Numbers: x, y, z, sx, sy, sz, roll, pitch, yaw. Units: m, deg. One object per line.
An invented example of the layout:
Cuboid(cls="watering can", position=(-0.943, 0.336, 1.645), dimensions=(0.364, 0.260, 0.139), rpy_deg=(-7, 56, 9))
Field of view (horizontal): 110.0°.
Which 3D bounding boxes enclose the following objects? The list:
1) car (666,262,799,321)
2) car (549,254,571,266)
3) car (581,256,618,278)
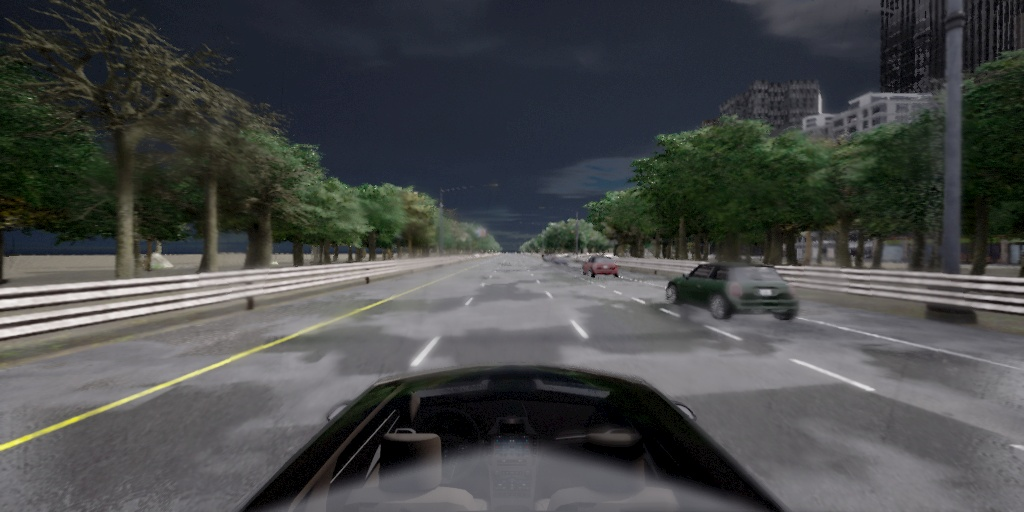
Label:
Cuboid(cls="car", position=(7.008, 0.986, 12.024), dimensions=(2.097, 1.767, 4.553), rpy_deg=(0, 1, 0))
Cuboid(cls="car", position=(7.038, 0.765, 53.124), dimensions=(1.895, 1.301, 4.718), rpy_deg=(0, 1, 0))
Cuboid(cls="car", position=(7.020, 0.792, 29.048), dimensions=(2.097, 1.767, 4.553), rpy_deg=(0, 1, 0))
